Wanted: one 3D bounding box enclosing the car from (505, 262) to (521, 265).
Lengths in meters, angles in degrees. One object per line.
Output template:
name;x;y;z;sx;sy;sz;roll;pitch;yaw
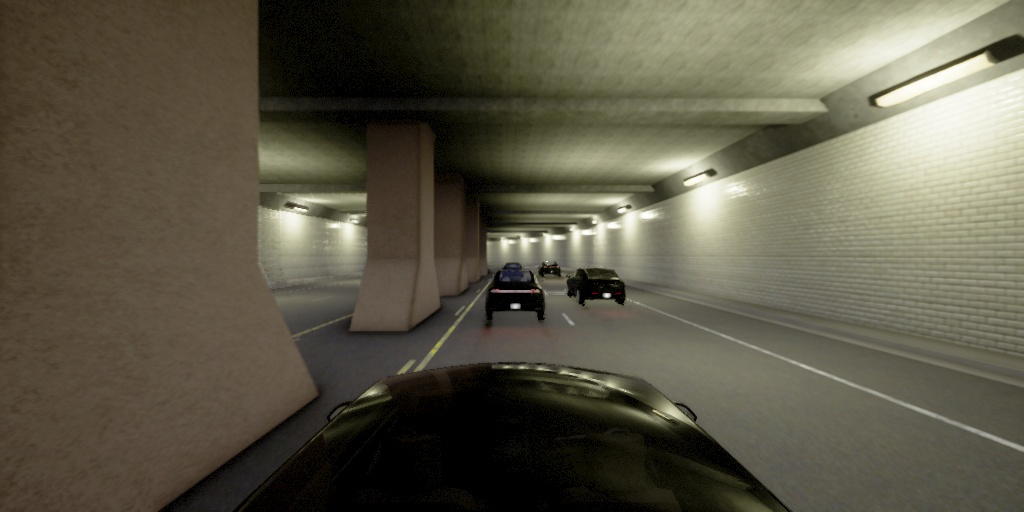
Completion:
car;0.091;1.261;31.365;2.033;1.411;5.357;0;0;0

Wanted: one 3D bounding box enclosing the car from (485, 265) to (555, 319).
car;0.097;1.228;12.681;2.128;1.511;4.902;0;0;0

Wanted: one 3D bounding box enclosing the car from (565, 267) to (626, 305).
car;3.596;1.237;15.992;1.837;1.490;4.892;0;0;0

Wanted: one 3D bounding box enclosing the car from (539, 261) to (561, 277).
car;3.566;1.201;34.798;2.128;1.511;4.902;0;0;-1
